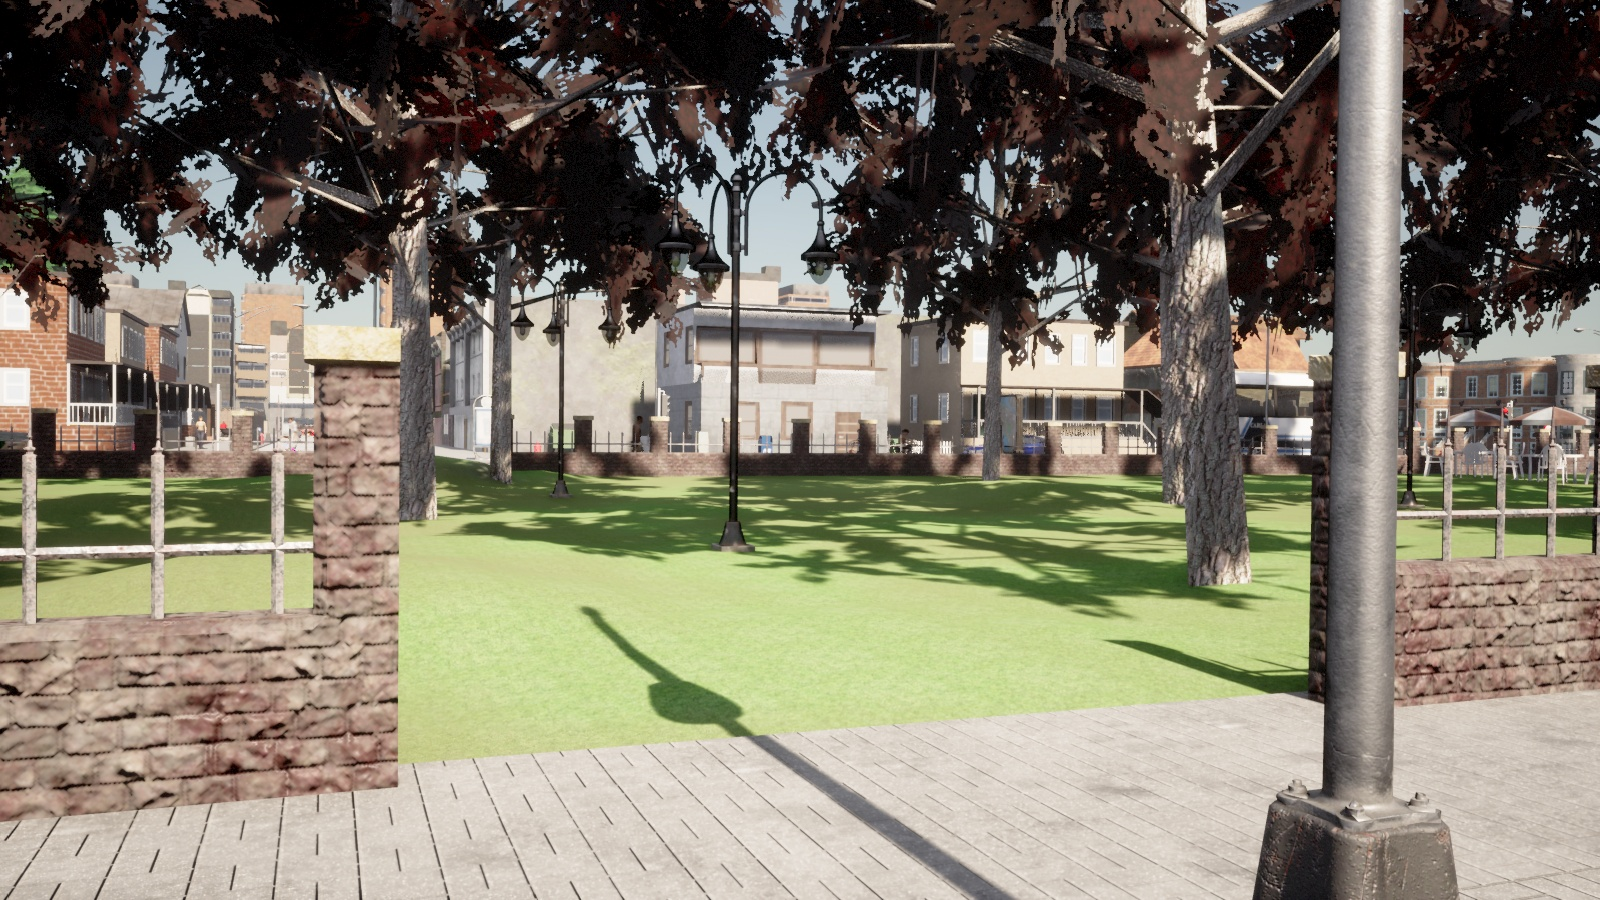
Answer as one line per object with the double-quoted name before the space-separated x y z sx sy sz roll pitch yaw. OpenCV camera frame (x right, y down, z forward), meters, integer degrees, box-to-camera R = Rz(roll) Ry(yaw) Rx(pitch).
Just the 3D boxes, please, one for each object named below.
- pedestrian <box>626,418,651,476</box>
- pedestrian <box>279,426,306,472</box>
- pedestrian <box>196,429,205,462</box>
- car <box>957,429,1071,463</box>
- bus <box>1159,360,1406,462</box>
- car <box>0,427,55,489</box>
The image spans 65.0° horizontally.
"pedestrian" -5.173 -0.091 40.242 0.703 1.840 0.431 -1 1 -21
"pedestrian" -21.761 -0.053 53.806 0.873 1.952 0.659 -1 1 -42
"pedestrian" -32.924 -0.259 68.968 0.345 1.836 0.594 -1 1 -21
"car" 9.514 -0.187 55.832 4.674 1.442 1.812 -1 1 -21
"bus" 21.544 -1.724 56.104 10.273 4.253 3.944 -1 1 -21
"car" -25.243 0.240 38.542 3.866 1.878 1.905 -1 1 -25
